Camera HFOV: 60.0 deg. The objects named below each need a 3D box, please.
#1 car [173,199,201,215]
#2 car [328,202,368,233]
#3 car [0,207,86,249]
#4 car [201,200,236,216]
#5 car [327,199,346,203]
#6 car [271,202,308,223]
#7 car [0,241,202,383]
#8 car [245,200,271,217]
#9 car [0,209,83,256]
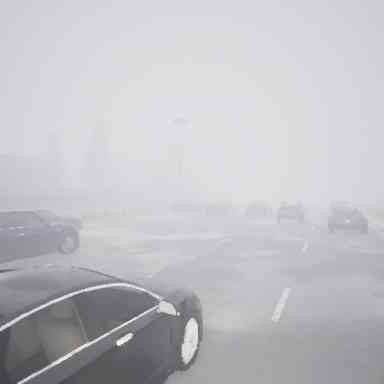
[{"bbox_3d":[-0.235,1.446,33.768,1.882,1.535,5.008,0,0,22],"label":"car"},{"bbox_3d":[9.115,1.545,19.656,1.994,1.385,4.181,0,0,22],"label":"car"},{"bbox_3d":[-7.618,1.534,15.747,2.033,1.411,5.357,0,0,22],"label":"car"},{"bbox_3d":[2.747,1.496,31.844,1.812,1.442,4.674,0,0,22],"label":"car"},{"bbox_3d":[15.514,1.457,35.283,2.128,1.511,4.902,0,0,23],"label":"car"},{"bbox_3d":[7.612,1.467,25.221,2.128,1.511,4.902,0,0,22],"label":"car"},{"bbox_3d":[-1.415,1.500,3.192,1.837,1.490,4.892,0,-1,22],"label":"car"},{"bbox_3d":[6.307,1.497,31.307,1.812,1.442,4.674,0,-1,23],"label":"car"},{"bbox_3d":[-5.836,1.343,10.865,2.097,1.767,4.553,0,0,22],"label":"car"}]
